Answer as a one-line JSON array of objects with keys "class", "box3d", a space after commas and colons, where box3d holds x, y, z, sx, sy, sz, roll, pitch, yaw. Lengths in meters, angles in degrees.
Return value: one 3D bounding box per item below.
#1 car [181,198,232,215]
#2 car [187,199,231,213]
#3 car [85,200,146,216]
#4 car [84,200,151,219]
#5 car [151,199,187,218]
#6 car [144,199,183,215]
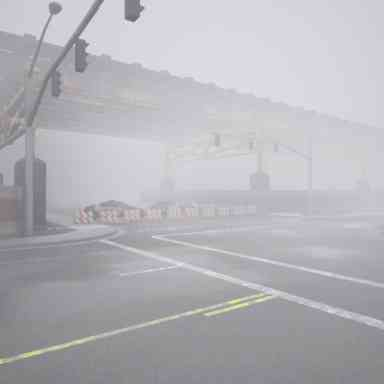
[{"class": "car", "box3d": [1.400, 1.453, 34.013, 4.974, 1.542, 2.038, 0, 0, -7]}, {"class": "car", "box3d": [1.349, 1.295, 34.006, 4.536, 1.218, 1.853, 0, 0, -7]}, {"class": "car", "box3d": [-6.309, 1.295, 27.578, 4.536, 1.218, 1.853, 0, 0, 8]}, {"class": "car", "box3d": [-6.257, 1.453, 27.571, 4.974, 1.542, 2.038, 0, 0, 8]}, {"class": "car", "box3d": [-2.511, 1.453, 30.255, 2.038, 1.542, 4.974, 0, 0, 18]}, {"class": "car", "box3d": [-2.496, 1.295, 30.304, 1.853, 1.218, 4.536, 0, 0, 18]}]
